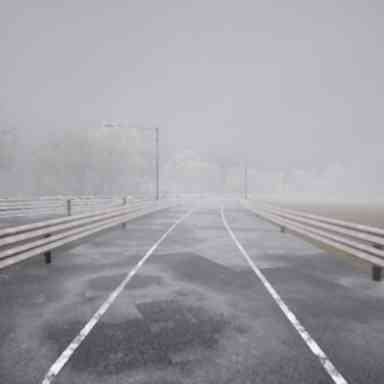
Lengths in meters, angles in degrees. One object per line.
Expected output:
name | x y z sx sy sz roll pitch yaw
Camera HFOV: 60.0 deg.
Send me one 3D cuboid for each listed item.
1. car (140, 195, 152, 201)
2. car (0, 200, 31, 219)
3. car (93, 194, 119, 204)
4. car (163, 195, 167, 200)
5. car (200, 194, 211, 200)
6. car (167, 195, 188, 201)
car | -9.691 1.372 72.501 1.994 1.385 4.181 0 0 16
car | -14.471 1.286 25.903 1.994 1.385 4.181 0 0 13
car | -12.571 1.121 48.737 2.097 1.767 4.553 0 0 14
car | -5.135 1.348 75.593 1.812 1.442 4.674 0 0 17
car | 3.552 1.355 91.883 1.837 1.490 4.892 0 0 18
car | -2.823 1.354 71.047 2.033 1.411 5.357 0 0 16
